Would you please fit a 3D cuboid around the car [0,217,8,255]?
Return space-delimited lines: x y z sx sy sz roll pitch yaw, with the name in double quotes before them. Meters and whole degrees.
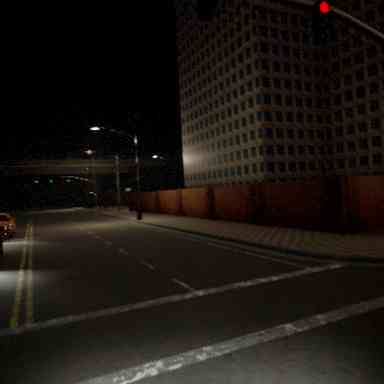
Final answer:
"car" -8.334 1.979 12.690 1.812 1.442 4.674 -3 0 -26

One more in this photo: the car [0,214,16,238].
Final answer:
"car" -12.688 2.169 21.742 1.882 1.535 5.008 -3 0 -26
